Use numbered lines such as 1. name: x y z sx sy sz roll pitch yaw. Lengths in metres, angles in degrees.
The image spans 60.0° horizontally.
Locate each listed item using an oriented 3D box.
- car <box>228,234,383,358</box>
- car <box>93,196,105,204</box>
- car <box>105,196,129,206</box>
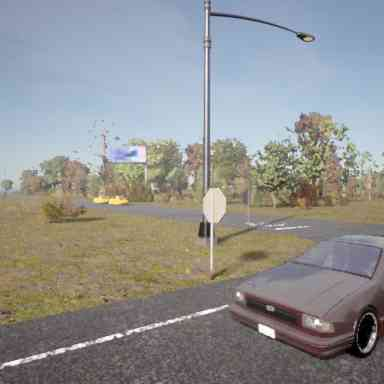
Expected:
1. car: 3.208 1.551 6.195 5.357 1.411 2.033 0 0 -35
2. car: -16.521 1.379 60.839 1.882 1.535 5.008 0 0 -34
3. car: -11.944 1.394 54.097 1.882 1.535 5.008 0 0 -33
